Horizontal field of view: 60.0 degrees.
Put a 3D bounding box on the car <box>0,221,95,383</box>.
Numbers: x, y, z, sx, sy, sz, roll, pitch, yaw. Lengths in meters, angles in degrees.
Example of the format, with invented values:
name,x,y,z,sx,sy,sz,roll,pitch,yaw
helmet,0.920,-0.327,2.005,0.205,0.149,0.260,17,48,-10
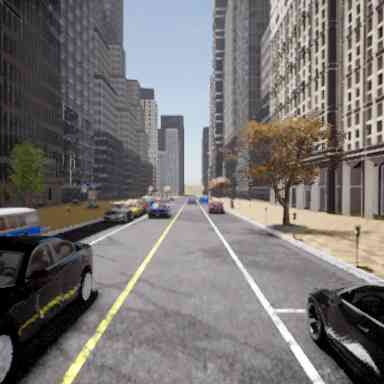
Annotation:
name,x,y,z,sx,sy,sz,roll,pitch,yaw
car,-3.088,1.495,5.379,1.882,1.535,5.008,0,0,0

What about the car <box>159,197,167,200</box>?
name,x,y,z,sx,sy,sz,roll,pitch,yaw
car,-5.705,1.748,54.173,1.887,1.381,4.507,-1,0,0

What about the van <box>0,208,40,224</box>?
name,x,y,z,sx,sy,sz,roll,pitch,yaw
van,-5.705,1.371,9.174,1.690,1.788,3.998,-1,0,0

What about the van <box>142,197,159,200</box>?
name,x,y,z,sx,sy,sz,roll,pitch,yaw
van,-5.708,1.497,42.924,1.690,1.788,3.998,-1,0,0

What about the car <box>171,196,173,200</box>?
name,x,y,z,sx,sy,sz,roll,pitch,yaw
car,-5.707,1.830,71.049,2.008,1.369,4.403,-1,0,0

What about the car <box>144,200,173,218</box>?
name,x,y,z,sx,sy,sz,roll,pitch,yaw
car,-3.004,1.708,31.253,1.895,1.301,4.718,0,0,0

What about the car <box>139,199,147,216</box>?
name,x,y,z,sx,sy,sz,roll,pitch,yaw
car,-5.704,1.635,31.504,1.752,1.417,4.829,-1,0,0

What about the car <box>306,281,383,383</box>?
name,x,y,z,sx,sy,sz,roll,pitch,yaw
car,2.679,1.577,3.549,1.947,1.339,4.313,-1,0,0

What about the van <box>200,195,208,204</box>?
name,x,y,z,sx,sy,sz,roll,pitch,yaw
van,2.669,1.619,71.051,1.690,1.788,3.998,-1,0,0

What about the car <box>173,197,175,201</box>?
name,x,y,z,sx,sy,sz,roll,pitch,yaw
car,-5.708,1.940,93.548,2.008,1.369,4.403,-1,0,0

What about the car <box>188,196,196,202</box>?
name,x,y,z,sx,sy,sz,roll,pitch,yaw
car,-0.005,1.739,80.534,1.812,1.442,4.674,0,0,0

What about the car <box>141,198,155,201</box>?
name,x,y,z,sx,sy,sz,roll,pitch,yaw
car,-5.704,1.678,37.299,1.887,1.381,4.507,-1,0,0

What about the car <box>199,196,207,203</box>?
name,x,y,z,sx,sy,sz,roll,pitch,yaw
car,2.671,1.772,82.300,1.967,1.590,4.097,-1,0,0

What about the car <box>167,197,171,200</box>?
name,x,y,z,sx,sy,sz,roll,pitch,yaw
car,-5.706,1.804,65.424,2.008,1.369,4.403,-1,0,0

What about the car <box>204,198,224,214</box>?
name,x,y,z,sx,sy,sz,roll,pitch,yaw
car,2.677,1.714,37.300,1.802,1.307,4.206,-1,0,0

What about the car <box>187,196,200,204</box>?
name,x,y,z,sx,sy,sz,roll,pitch,yaw
car,-0.004,1.812,69.908,2.033,1.411,5.357,0,0,0

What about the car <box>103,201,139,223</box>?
name,x,y,z,sx,sy,sz,roll,pitch,yaw
car,-5.703,1.640,26.048,2.008,1.369,4.403,-1,0,0
